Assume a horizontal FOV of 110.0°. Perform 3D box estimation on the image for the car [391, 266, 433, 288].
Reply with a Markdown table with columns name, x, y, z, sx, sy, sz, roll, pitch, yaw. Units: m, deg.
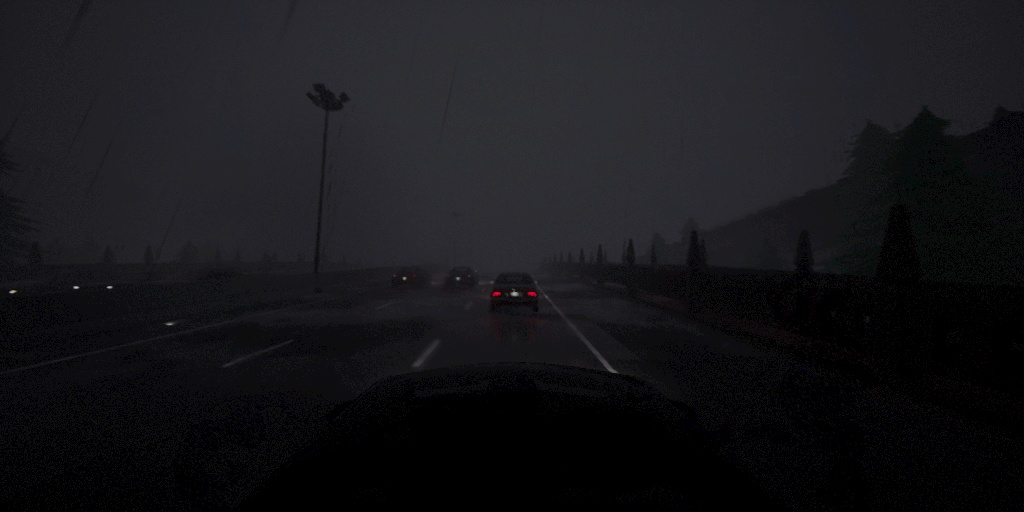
| name | x | y | z | sx | sy | sz | roll | pitch | yaw |
| --- | --- | --- | --- | --- | --- | --- | --- | --- | --- |
| car | -6.906 | 1.410 | 25.062 | 1.994 | 1.385 | 4.181 | 0 | 0 | 0 |

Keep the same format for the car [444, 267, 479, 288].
| name | x | y | z | sx | sy | sz | roll | pitch | yaw |
| --- | --- | --- | --- | --- | --- | --- | --- | --- | --- |
| car | -3.406 | 1.408 | 24.789 | 1.994 | 1.385 | 4.181 | 0 | 0 | 0 |

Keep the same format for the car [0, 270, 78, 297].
| name | x | y | z | sx | sy | sz | roll | pitch | yaw |
| --- | --- | --- | --- | --- | --- | --- | --- | --- | --- |
| car | -21.102 | 1.360 | 17.181 | 2.033 | 1.411 | 5.357 | 0 | 0 | 0 |

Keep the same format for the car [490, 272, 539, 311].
| name | x | y | z | sx | sy | sz | roll | pitch | yaw |
| --- | --- | --- | --- | --- | --- | --- | --- | --- | --- |
| car | 0.087 | 1.348 | 14.700 | 2.033 | 1.411 | 5.357 | 0 | 0 | 0 |

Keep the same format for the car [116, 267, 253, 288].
| name | x | y | z | sx | sy | sz | roll | pitch | yaw |
| --- | --- | --- | --- | --- | --- | --- | --- | --- | --- |
| car | -14.100 | 1.286 | 16.206 | 1.882 | 1.535 | 5.008 | 0 | 0 | 0 |

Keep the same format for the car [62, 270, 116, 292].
| name | x | y | z | sx | sy | sz | roll | pitch | yaw |
| --- | --- | --- | --- | --- | --- | --- | --- | --- | --- |
| car | -17.601 | 1.413 | 17.207 | 1.895 | 1.301 | 4.718 | 0 | 0 | 0 |
